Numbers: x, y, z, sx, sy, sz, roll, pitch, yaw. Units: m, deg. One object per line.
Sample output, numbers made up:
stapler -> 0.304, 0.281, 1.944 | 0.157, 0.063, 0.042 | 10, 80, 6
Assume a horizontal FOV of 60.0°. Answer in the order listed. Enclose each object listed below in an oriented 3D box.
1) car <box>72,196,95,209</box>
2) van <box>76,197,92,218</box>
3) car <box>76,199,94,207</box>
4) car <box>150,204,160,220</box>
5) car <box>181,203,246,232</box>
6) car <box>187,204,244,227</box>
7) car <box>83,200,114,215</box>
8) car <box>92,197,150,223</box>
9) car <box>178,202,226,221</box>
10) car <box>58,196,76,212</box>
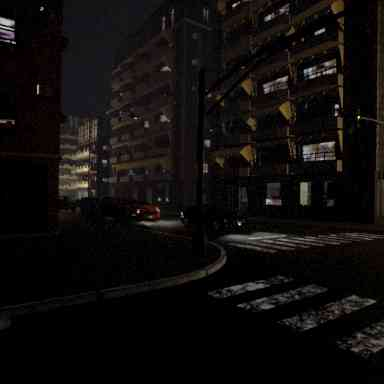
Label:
car -> -16.386, 1.555, 50.128 | 2.097, 1.767, 4.553 | 1, -1, -35
van -> -8.766, 1.354, 29.989 | 1.690, 1.788, 3.998 | 1, -1, -35
car -> -18.449, 1.867, 57.293 | 1.802, 1.307, 4.206 | 1, -1, -35
car -> -4.541, 1.404, 28.296 | 2.097, 1.767, 4.553 | 1, -1, -35
car -> 1.190, 1.527, 20.251 | 1.837, 1.490, 4.892 | 1, -1, -36
car -> 1.625, 1.658, 24.680 | 1.994, 1.385, 4.181 | 1, -1, -35
car -> -10.250, 1.650, 36.360 | 1.994, 1.385, 4.181 | 1, -1, -35
car -> -5.543, 1.310, 25.439 | 2.192, 1.841, 5.009 | 1, -1, -35
car -> 0.784, 1.686, 30.130 | 1.752, 1.417, 4.829 | 1, -1, -35
car -> -15.210, 1.368, 39.091 | 2.192, 1.841, 5.009 | 1, -1, -35
